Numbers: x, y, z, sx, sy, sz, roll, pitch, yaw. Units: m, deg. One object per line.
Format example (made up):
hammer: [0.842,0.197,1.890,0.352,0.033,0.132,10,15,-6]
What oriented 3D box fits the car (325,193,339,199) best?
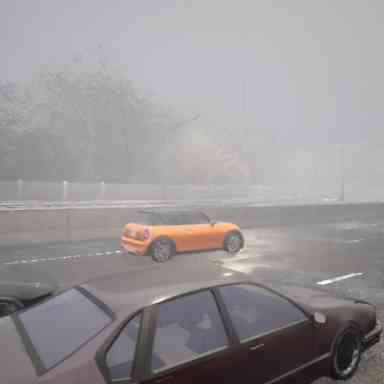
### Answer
car: [34.603,1.089,83.195,1.994,1.385,4.181,0,1,32]

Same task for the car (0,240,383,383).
car: [0.008,1.559,3.751,5.357,1.411,2.033,0,0,-36]

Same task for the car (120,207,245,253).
car: [-0.198,1.389,12.200,4.553,1.767,2.097,0,0,-36]

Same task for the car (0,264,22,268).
car: [-4.714,1.540,4.681,5.357,1.411,2.033,0,0,-35]
